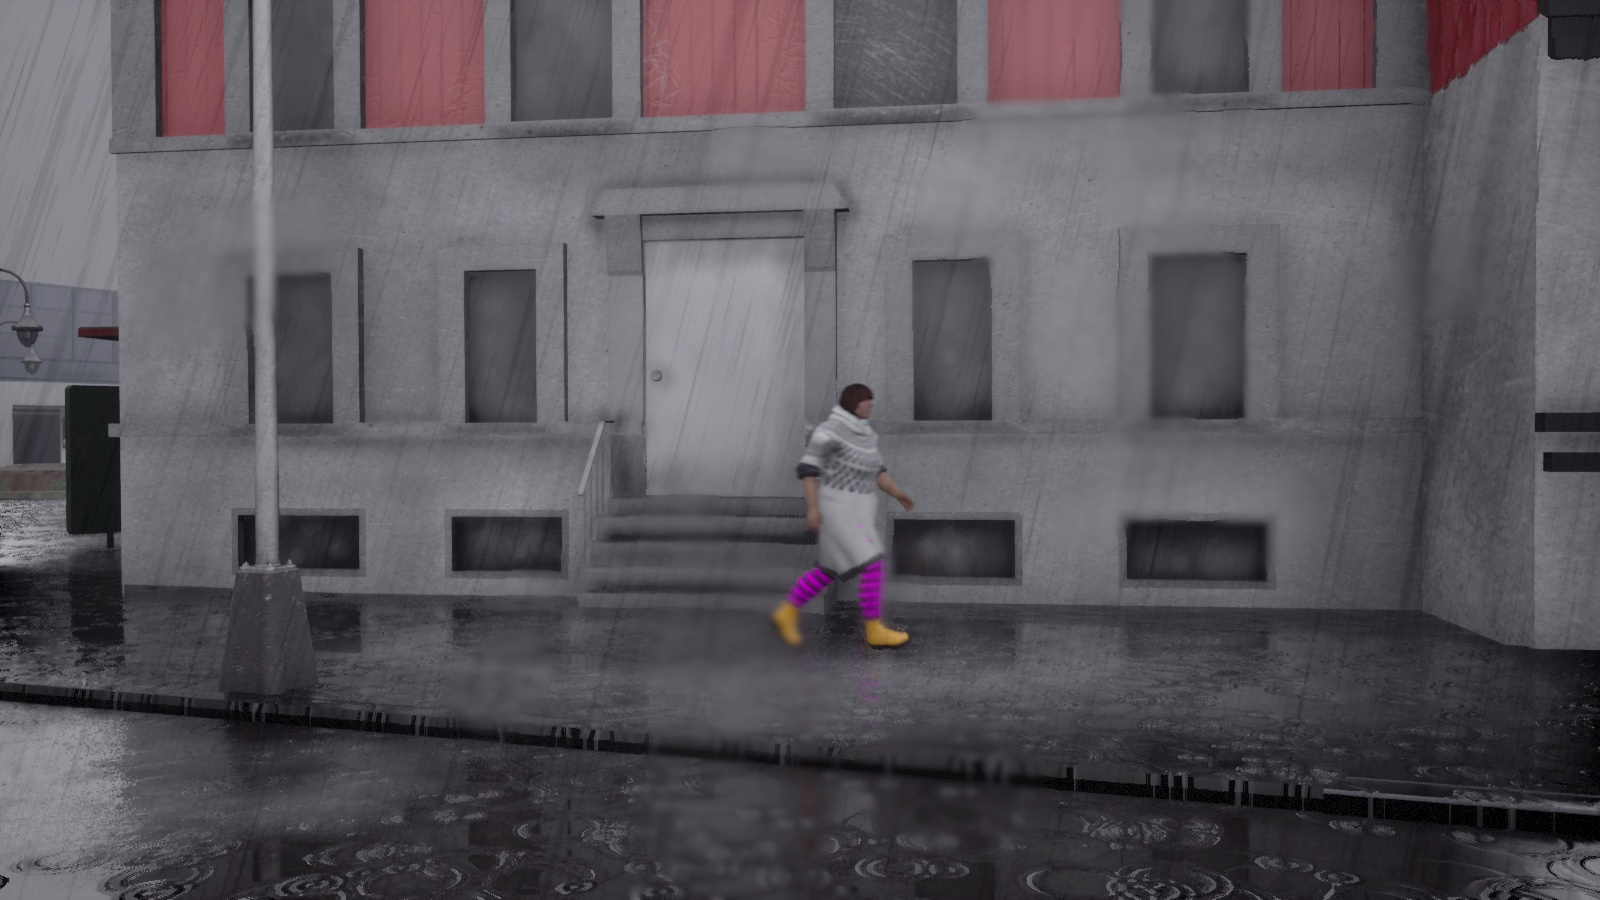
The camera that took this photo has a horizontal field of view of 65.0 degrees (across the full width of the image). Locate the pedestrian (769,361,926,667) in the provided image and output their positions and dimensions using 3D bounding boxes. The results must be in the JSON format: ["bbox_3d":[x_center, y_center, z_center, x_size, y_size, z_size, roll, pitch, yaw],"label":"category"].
[{"bbox_3d":[0.329,0.401,8.494,0.873,1.952,0.659,1,1,24],"label":"pedestrian"}]
